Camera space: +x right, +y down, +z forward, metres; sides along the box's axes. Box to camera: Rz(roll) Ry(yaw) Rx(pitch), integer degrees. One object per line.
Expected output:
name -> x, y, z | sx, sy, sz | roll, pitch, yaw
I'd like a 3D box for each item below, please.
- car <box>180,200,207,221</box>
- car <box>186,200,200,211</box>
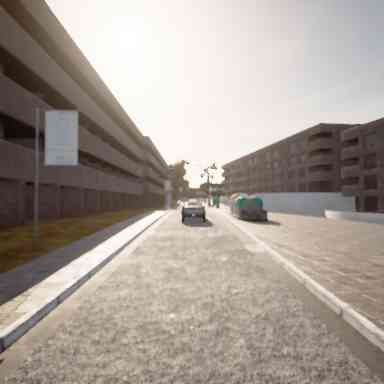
car -> 0.120, 1.470, 26.325 | 2.128, 1.511, 4.902 | 0, 0, 0
car -> 0.134, 1.769, 43.923 | 1.812, 1.442, 4.674 | 0, -1, 0
